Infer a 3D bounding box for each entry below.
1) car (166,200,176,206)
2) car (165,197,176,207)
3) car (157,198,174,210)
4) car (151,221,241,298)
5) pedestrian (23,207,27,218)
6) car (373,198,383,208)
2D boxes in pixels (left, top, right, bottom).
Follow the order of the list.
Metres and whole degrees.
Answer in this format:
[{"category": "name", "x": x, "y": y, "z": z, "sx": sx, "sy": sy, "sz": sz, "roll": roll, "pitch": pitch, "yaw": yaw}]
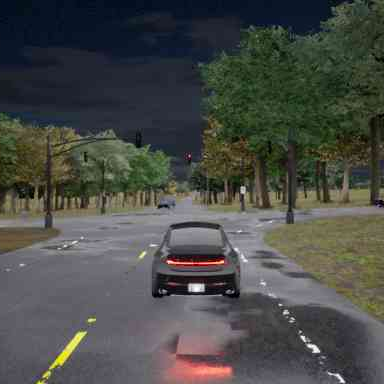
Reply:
[{"category": "car", "x": -4.703, "y": 2.463, "z": 76.486, "sx": 2.033, "sy": 1.411, "sz": 5.357, "roll": 0, "pitch": -1, "yaw": -1}, {"category": "car", "x": -4.479, "y": 1.890, "z": 64.860, "sx": 2.150, "sy": 2.045, "sz": 5.566, "roll": 0, "pitch": -1, "yaw": -1}, {"category": "car", "x": -4.195, "y": 2.006, "z": 50.264, "sx": 1.895, "sy": 1.301, "sz": 4.718, "roll": 0, "pitch": -1, "yaw": -1}, {"category": "car", "x": 0.084, "y": 1.508, "z": 8.517, "sx": 1.837, "sy": 1.490, "sz": 4.892, "roll": 0, "pitch": 0, "yaw": 0}, {"category": "pedestrian", "x": -18.108, "y": 2.202, "z": 36.112, "sx": 0.375, "sy": 1.300, "sz": 0.375, "roll": 0, "pitch": 1, "yaw": 2}, {"category": "car", "x": 19.525, "y": 0.784, "z": 30.819, "sx": 4.718, "sy": 1.301, "sz": 1.895, "roll": -2, "pitch": -1, "yaw": 2}]
